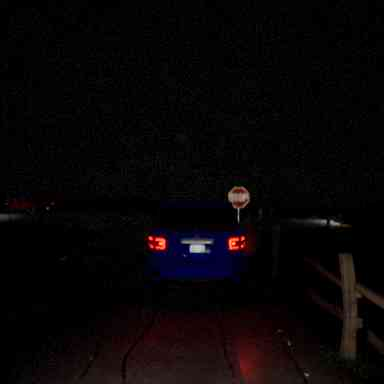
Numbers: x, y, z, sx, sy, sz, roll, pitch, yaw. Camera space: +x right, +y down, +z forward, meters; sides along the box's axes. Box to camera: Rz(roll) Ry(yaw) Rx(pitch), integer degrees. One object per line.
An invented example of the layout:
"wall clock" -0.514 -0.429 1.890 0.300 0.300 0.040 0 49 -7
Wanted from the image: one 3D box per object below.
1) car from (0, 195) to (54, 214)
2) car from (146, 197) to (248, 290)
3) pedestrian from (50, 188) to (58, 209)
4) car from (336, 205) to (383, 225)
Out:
"car" -13.461 0.913 25.999 4.718 1.301 1.895 2 3 1
"car" 0.083 1.143 8.987 2.150 2.045 5.566 0 0 0
"pedestrian" -12.081 0.553 28.938 0.375 1.860 0.375 0 1 0
"car" 13.516 1.751 25.847 4.181 1.385 1.994 2 3 1
